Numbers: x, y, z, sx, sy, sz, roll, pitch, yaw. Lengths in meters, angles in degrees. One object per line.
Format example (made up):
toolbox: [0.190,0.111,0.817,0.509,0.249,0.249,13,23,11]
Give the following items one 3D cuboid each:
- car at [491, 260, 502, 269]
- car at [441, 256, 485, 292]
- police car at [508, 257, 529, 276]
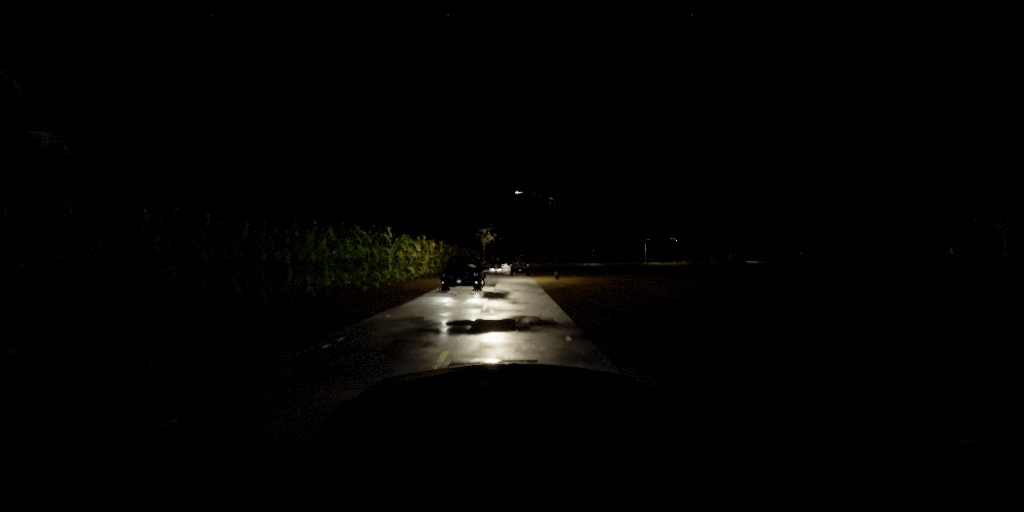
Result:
car: [-2.782,1.503,64.426,2.128,1.511,4.902,0,0,0]
car: [-2.852,1.004,22.049,2.150,2.045,5.566,0,0,0]
police car: [0.818,1.269,39.105,1.930,1.638,5.238,0,0,0]
